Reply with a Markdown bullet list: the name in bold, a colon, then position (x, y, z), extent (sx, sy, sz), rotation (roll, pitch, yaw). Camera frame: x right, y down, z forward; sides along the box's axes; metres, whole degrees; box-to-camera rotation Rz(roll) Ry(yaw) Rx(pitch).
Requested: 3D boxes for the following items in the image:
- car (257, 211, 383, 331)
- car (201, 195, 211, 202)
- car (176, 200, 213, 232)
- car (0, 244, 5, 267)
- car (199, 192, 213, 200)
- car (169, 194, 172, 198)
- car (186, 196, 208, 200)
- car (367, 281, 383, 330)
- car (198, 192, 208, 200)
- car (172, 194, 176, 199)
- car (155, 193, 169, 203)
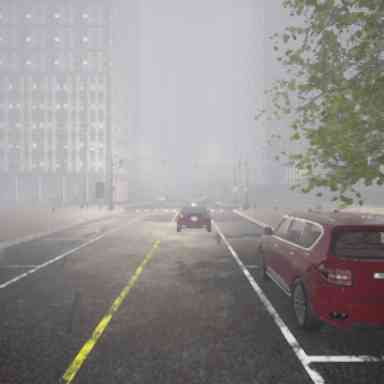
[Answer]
- **car**: position (2.695, 1.296, 6.765), extent (2.192, 1.841, 5.009), rotation (0, 0, 0)
- **car**: position (2.821, 1.286, 67.628), extent (2.008, 1.369, 4.403), rotation (0, 0, 0)
- **car**: position (0.109, 1.443, 19.905), extent (2.163, 1.488, 4.792), rotation (0, 0, 0)
- **car**: position (-5.686, 1.508, 6.600), extent (1.752, 1.417, 4.829), rotation (0, 0, 0)
- **car**: position (2.849, 1.205, 61.950), extent (1.967, 1.590, 4.097), rotation (0, 0, 0)
- **car**: position (-5.757, 1.051, 67.632), extent (2.192, 1.841, 5.009), rotation (0, 0, 0)
- **car**: position (0.105, 1.398, 32.193), extent (2.163, 1.488, 4.792), rotation (0, 0, 0)
- **car**: position (2.692, 1.563, 1.069), extent (1.947, 1.339, 4.313), rotation (0, 0, 0)
- **car**: position (2.731, 0.955, 84.650), extent (2.192, 1.841, 5.009), rotation (0, 0, 0)
- **car**: position (-5.649, 1.152, 90.334), extent (1.887, 1.381, 4.507), rotation (0, 0, 0)
- **car**: position (-5.791, 1.291, 61.784), extent (1.752, 1.417, 4.829), rotation (0, 0, 0)
